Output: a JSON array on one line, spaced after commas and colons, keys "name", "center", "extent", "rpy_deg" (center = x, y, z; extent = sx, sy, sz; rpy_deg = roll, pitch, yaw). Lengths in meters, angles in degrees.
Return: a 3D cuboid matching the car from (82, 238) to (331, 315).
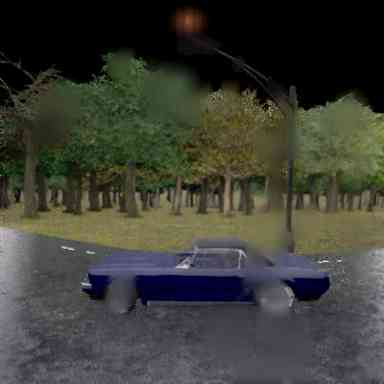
[{"name": "car", "center": [0.231, 1.668, 7.063], "extent": [4.718, 1.301, 1.895], "rpy_deg": [0, -1, 1]}]
